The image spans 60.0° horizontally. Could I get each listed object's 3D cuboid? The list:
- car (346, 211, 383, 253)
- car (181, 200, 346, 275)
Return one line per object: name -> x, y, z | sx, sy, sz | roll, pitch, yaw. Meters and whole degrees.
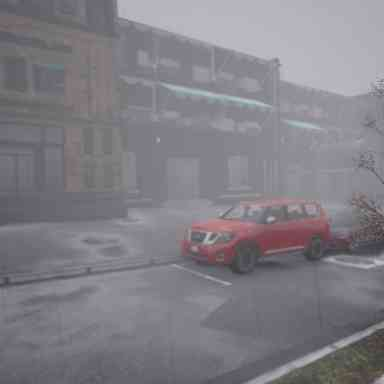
car -> 6.875, 1.603, 14.269 | 4.792, 1.488, 2.163 | 0, 0, -35
car -> 2.339, 1.288, 11.083 | 5.566, 2.045, 2.435 | 0, 0, -35
